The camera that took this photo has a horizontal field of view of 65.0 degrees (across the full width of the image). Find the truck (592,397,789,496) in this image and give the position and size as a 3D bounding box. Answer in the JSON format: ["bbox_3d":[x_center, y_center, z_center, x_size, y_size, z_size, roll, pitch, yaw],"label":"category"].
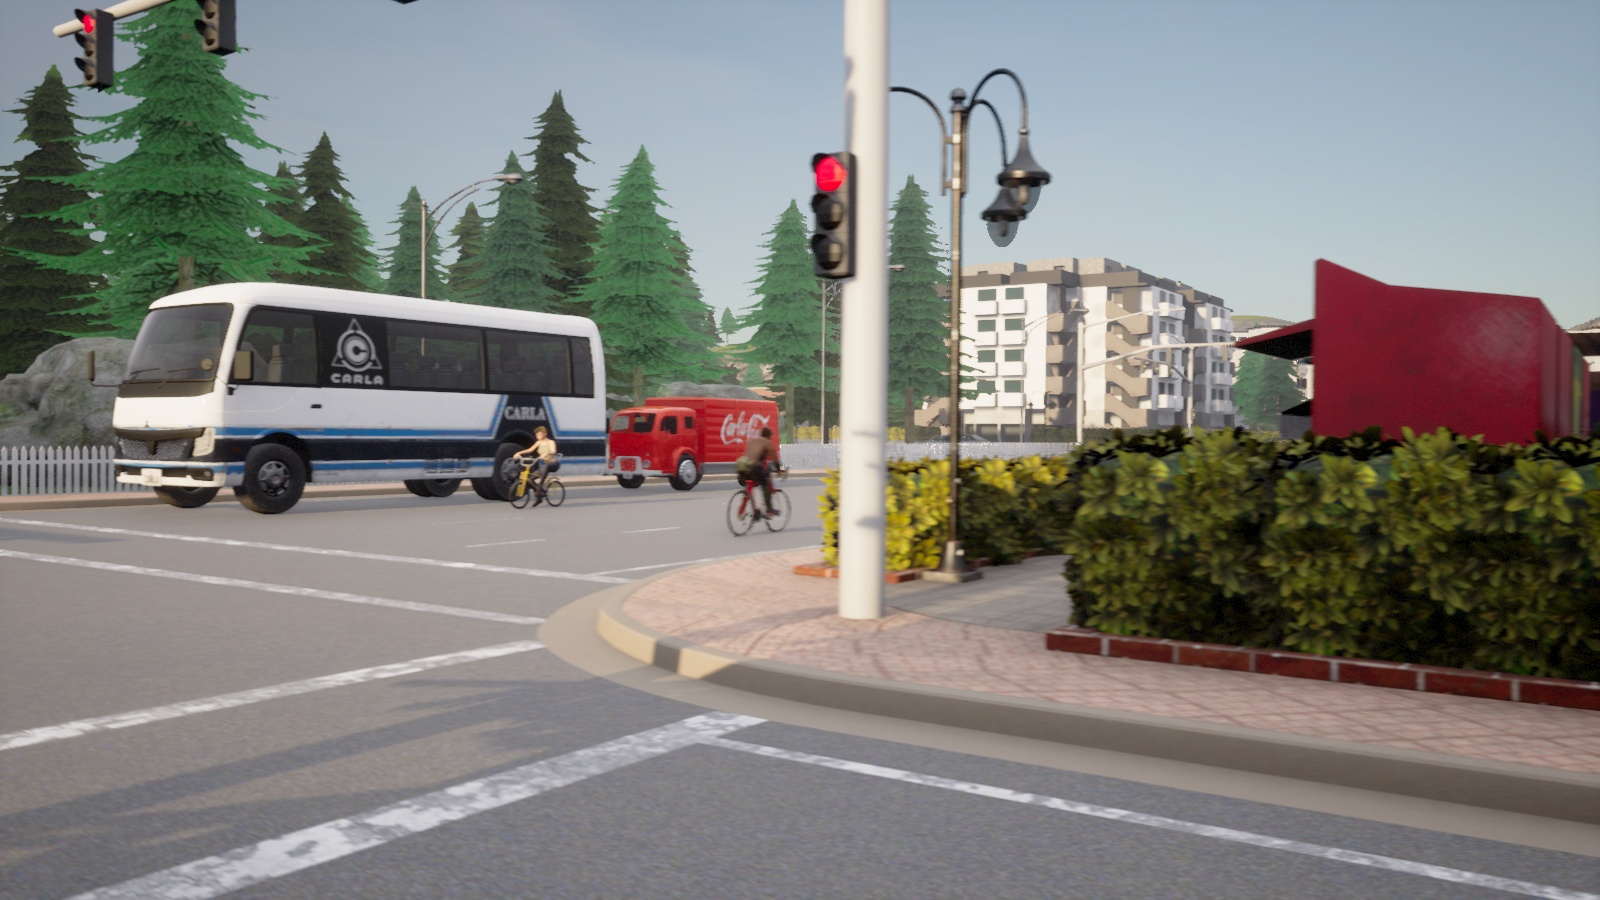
[{"bbox_3d":[-2.872,-0.140,34.143,2.627,2.467,5.204,0,1,34],"label":"truck"}]

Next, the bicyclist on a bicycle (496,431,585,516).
[{"bbox_3d":[-5.071,0.433,24.619,0.866,1.612,1.509,0,1,34],"label":"bicyclist on a bicycle"}]

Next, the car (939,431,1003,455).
[{"bbox_3d":[11.157,-0.455,82.026,3.705,1.549,1.789,0,1,36],"label":"car"}]

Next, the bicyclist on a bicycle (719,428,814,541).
[{"bbox_3d":[-0.485,0.487,18.815,0.582,1.620,1.656,0,1,33],"label":"bicyclist on a bicycle"}]

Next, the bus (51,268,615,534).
[{"bbox_3d":[-8.744,-0.858,25.443,3.944,4.253,10.273,0,1,34],"label":"bus"}]
